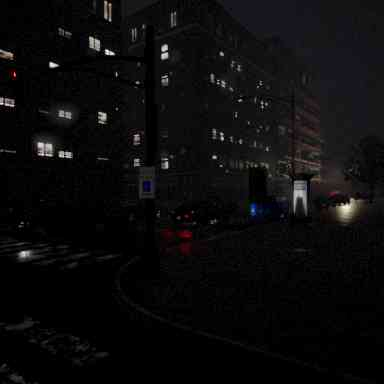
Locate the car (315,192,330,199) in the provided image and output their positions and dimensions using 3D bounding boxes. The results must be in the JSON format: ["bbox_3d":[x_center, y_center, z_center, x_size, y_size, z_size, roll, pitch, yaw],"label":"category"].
[{"bbox_3d":[25.664,0.621,65.311,1.802,1.307,4.206,1,1,36],"label":"car"}]

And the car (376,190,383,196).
[{"bbox_3d":[45.077,0.314,78.932,1.802,1.307,4.206,1,1,36],"label":"car"}]

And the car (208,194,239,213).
[{"bbox_3d":[2.114,0.998,28.111,2.097,1.767,4.553,0,1,36],"label":"car"}]

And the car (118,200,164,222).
[{"bbox_3d":[-3.871,1.283,23.960,1.887,1.381,4.507,1,1,36],"label":"car"}]

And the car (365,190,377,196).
[{"bbox_3d":[44.183,0.215,82.110,1.994,1.385,4.181,0,1,36],"label":"car"}]

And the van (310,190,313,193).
[{"bbox_3d":[19.102,0.536,56.118,1.690,1.788,3.998,1,1,36],"label":"van"}]

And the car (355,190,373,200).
[{"bbox_3d":[28.652,0.563,55.934,1.967,1.590,4.097,1,1,36],"label":"car"}]

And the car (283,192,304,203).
[{"bbox_3d":[15.720,0.801,51.388,1.752,1.417,4.829,1,1,36],"label":"car"}]

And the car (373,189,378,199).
[{"bbox_3d":[31.937,0.590,60.535,1.887,1.381,4.507,1,1,36],"label":"car"}]

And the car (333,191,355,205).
[{"bbox_3d":[18.797,0.923,42.138,1.947,1.339,4.313,1,1,36],"label":"car"}]

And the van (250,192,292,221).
[{"bbox_3d":[5.657,1.008,23.736,1.690,1.788,3.998,1,1,36],"label":"van"}]

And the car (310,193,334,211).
[{"bbox_3d":[12.226,1.078,32.939,1.947,1.339,4.313,1,1,36],"label":"car"}]

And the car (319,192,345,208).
[{"bbox_3d":[15.511,0.979,37.538,1.887,1.381,4.507,1,1,36],"label":"car"}]

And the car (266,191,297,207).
[{"bbox_3d":[10.918,0.789,40.395,2.097,1.767,4.553,0,1,36],"label":"car"}]

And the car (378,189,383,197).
[{"bbox_3d":[41.792,0.355,74.333,1.887,1.381,4.507,1,1,36],"label":"car"}]

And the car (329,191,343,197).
[{"bbox_3d":[32.227,0.427,74.499,1.887,1.381,4.507,1,1,36],"label":"car"}]

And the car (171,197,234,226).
[{"bbox_3d":[0.582,1.263,21.067,1.812,1.442,4.674,0,1,36],"label":"car"}]

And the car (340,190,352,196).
[{"bbox_3d":[38.791,0.277,83.688,2.008,1.369,4.403,1,1,36],"label":"car"}]

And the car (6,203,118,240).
[{"bbox_3d":[-6.427,1.320,16.502,1.882,1.535,5.008,0,1,39],"label":"car"}]
